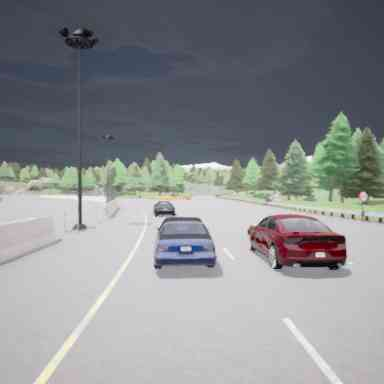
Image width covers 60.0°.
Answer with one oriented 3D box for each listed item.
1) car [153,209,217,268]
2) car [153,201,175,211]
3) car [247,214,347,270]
[{"bbox_3d":[-0.317,1.542,11.258,2.033,1.411,5.357,0,0,-4],"label":"car"},{"bbox_3d":[-2.783,1.552,32.544,1.994,1.385,4.181,0,0,-9],"label":"car"},{"bbox_3d":[3.169,1.465,11.041,1.882,1.535,5.008,0,0,-3],"label":"car"}]
